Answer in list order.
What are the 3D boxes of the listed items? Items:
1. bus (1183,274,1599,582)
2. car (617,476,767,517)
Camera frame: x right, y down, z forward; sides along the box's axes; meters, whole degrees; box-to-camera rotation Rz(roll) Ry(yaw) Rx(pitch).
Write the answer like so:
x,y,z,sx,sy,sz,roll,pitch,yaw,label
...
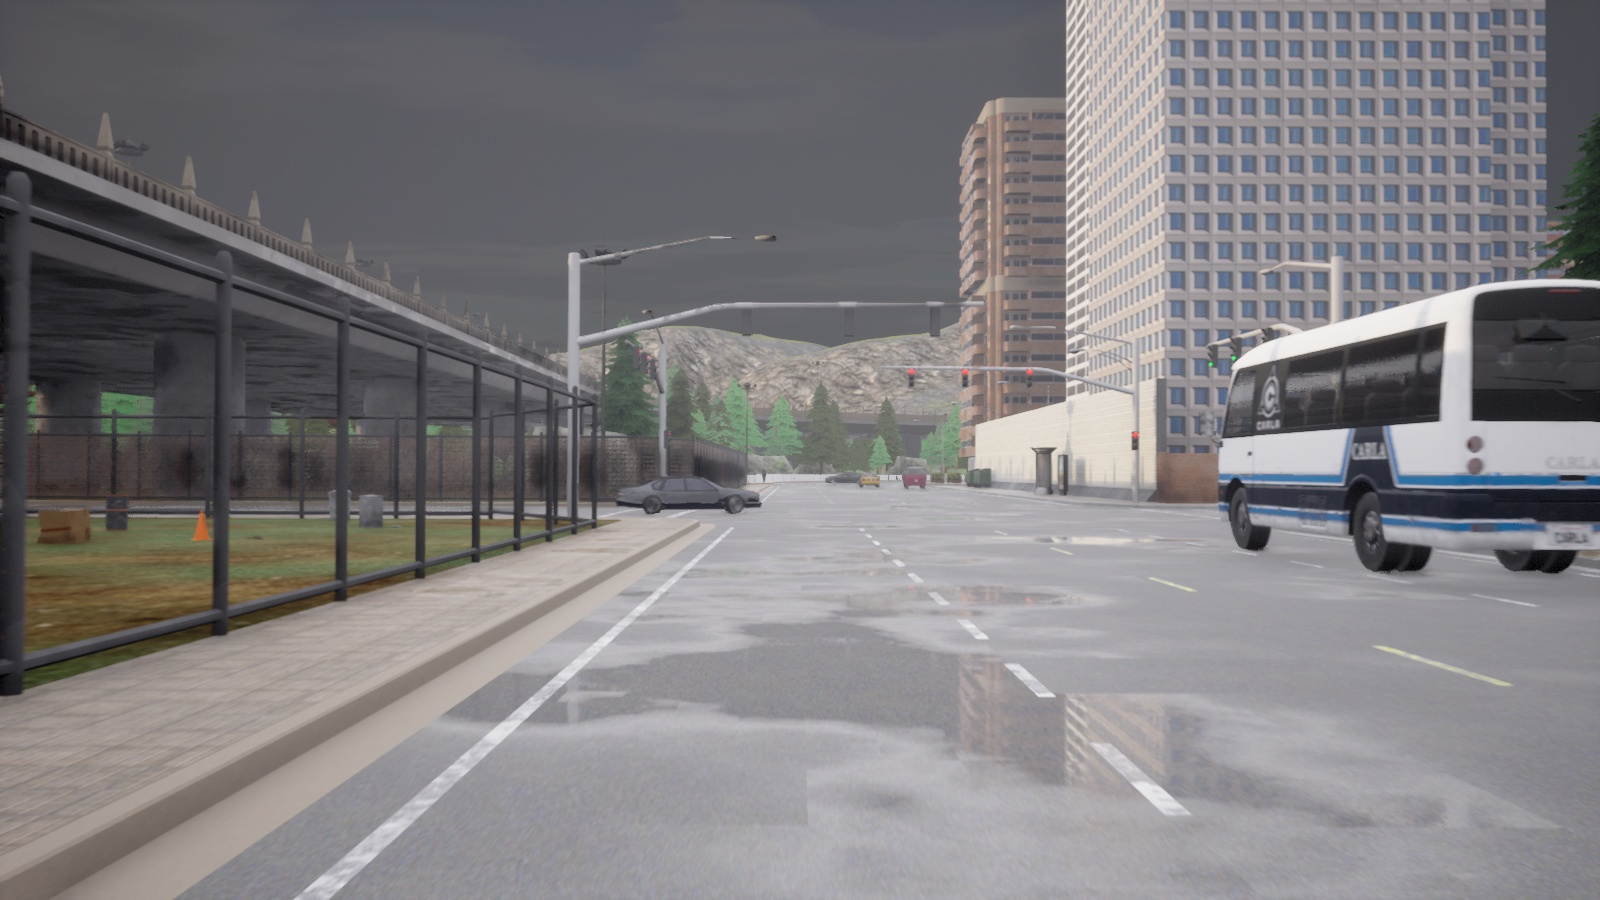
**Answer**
x,y,z,sx,sy,sz,roll,pitch,yaw,label
10.439,-0.226,22.554,3.944,4.253,10.273,0,-1,0,bus
-4.020,1.685,46.303,5.357,1.411,2.033,0,-1,-9,car
